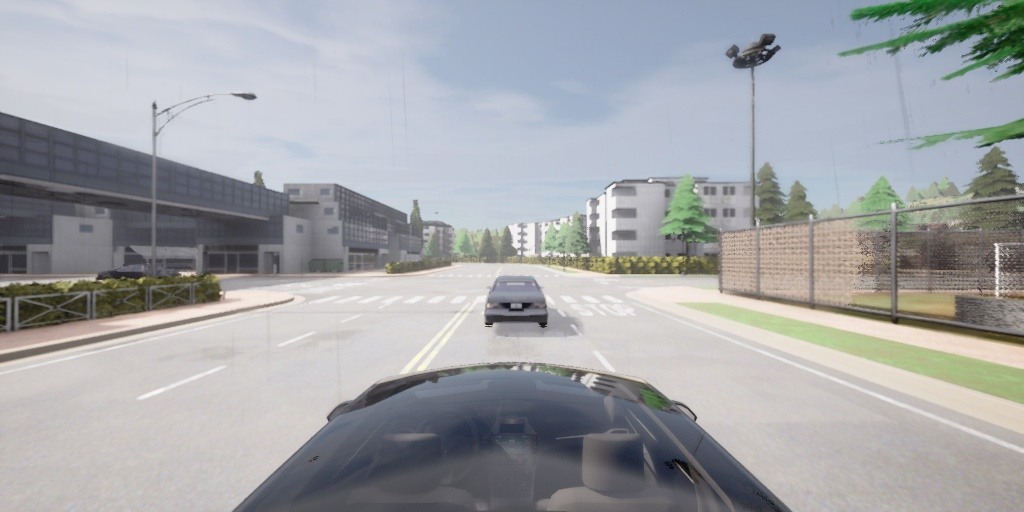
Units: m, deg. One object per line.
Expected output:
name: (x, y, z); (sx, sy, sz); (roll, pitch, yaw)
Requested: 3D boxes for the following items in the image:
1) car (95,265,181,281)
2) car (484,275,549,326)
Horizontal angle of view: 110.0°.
car: (-30.150, 1.395, 29.040); (5.357, 1.411, 2.033); (0, 0, -1)
car: (0.113, 1.333, 11.729); (2.033, 1.411, 5.357); (0, 0, 0)
